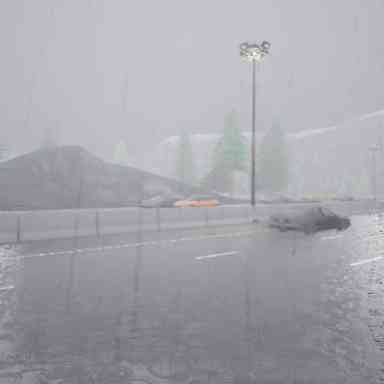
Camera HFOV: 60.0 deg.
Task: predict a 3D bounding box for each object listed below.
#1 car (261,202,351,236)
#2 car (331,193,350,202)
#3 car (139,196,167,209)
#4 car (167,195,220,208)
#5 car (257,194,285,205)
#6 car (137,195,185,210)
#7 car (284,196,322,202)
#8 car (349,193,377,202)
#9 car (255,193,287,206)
[{"bbox_3d":[6.324,1.441,17.651,5.357,1.411,2.033,0,1,-38],"label":"car"},{"bbox_3d":[24.591,0.881,53.995,4.553,1.767,2.097,0,1,-38],"label":"car"},{"bbox_3d":[-2.590,1.250,33.131,5.357,1.411,2.033,0,1,-38],"label":"car"},{"bbox_3d":[0.406,1.093,31.018,4.553,1.767,2.097,0,1,-38],"label":"car"},{"bbox_3d":[11.374,1.189,43.902,5.008,1.535,1.882,0,1,-38],"label":"car"},{"bbox_3d":[-3.398,1.143,36.925,5.008,1.535,1.882,0,1,-38],"label":"car"},{"bbox_3d":[14.117,1.350,41.601,4.718,1.301,1.895,0,1,-38],"label":"car"},{"bbox_3d":[26.683,1.007,51.189,4.718,1.301,1.895,0,1,-38],"label":"car"},{"bbox_3d":[11.580,1.025,48.470,4.553,1.767,2.097,0,1,-37],"label":"car"}]
